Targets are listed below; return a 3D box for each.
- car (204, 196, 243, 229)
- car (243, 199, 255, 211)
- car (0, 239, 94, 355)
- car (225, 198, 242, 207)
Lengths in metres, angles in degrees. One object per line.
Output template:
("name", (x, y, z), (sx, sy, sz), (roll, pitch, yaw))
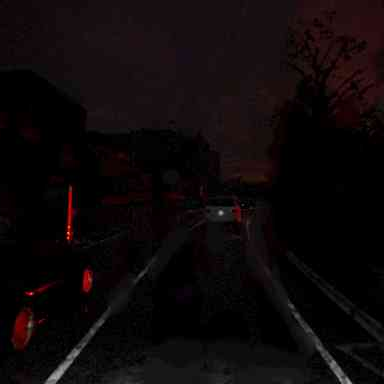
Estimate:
("car", (2.074, 1.267, 21.951), (2.150, 2.045, 5.566), (-1, 0, 8))
("car", (6.778, 1.591, 41.694), (2.033, 1.411, 5.357), (-2, 0, 17))
("car", (-3.315, 1.587, 6.010), (1.994, 1.385, 4.181), (0, 0, 3))
("car", (6.729, 1.667, 53.664), (1.812, 1.442, 4.674), (-2, -1, 18))
